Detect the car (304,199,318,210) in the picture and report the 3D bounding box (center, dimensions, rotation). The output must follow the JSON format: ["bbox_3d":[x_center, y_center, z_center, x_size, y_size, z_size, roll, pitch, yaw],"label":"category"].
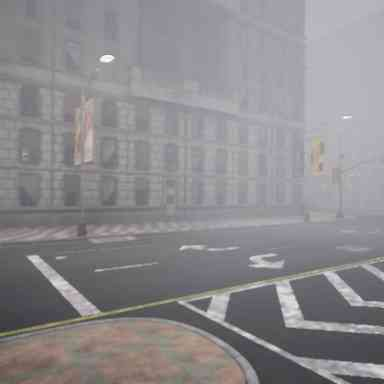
[{"bbox_3d":[17.167,1.814,51.574,2.097,1.767,4.553,1,0,-35],"label":"car"}]
